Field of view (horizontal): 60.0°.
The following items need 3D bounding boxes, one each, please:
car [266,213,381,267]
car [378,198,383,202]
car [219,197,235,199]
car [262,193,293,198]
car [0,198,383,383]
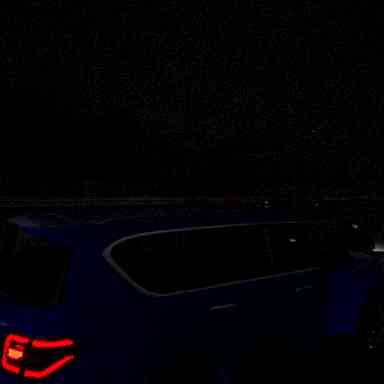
[{"bbox_3d":[4.844,1.571,12.066,4.181,1.385,1.994,1,0,-38],"label":"car"},{"bbox_3d":[37.369,1.809,63.777,4.181,1.385,1.994,1,0,-38],"label":"car"},{"bbox_3d":[3.620,1.308,37.885,5.008,1.535,1.882,0,1,-38],"label":"car"},{"bbox_3d":[9.454,1.121,37.960,5.566,2.045,2.150,0,1,-38],"label":"car"},{"bbox_3d":[0.455,1.205,4.259,5.566,2.045,2.150,0,1,-38],"label":"car"}]
